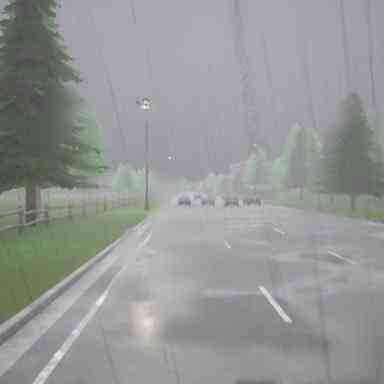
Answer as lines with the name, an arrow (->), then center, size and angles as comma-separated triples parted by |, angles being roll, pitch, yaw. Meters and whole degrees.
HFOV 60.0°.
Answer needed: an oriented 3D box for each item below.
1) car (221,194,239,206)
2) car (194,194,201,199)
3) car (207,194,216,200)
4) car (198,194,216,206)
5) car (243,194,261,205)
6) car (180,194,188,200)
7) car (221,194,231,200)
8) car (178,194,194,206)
car -> 5.884, 1.295, 50.265 | 2.128, 1.511, 4.902 | 0, 0, -1
car -> 1.484, 1.167, 86.438 | 1.837, 1.490, 4.892 | 0, 0, -1
car -> 5.015, 1.194, 85.168 | 1.812, 1.442, 4.674 | 0, 0, -1
car -> 2.374, 1.403, 50.913 | 1.895, 1.301, 4.718 | 0, 0, -1
car -> 9.314, 1.147, 52.115 | 2.097, 1.767, 4.553 | 0, 0, -1
car -> -2.036, 1.205, 87.240 | 2.033, 1.411, 5.357 | 0, 0, -1
car -> 8.537, 1.224, 84.307 | 1.994, 1.385, 4.181 | 0, 0, -1
car -> -1.126, 1.404, 51.030 | 1.895, 1.301, 4.718 | 0, 0, -1
